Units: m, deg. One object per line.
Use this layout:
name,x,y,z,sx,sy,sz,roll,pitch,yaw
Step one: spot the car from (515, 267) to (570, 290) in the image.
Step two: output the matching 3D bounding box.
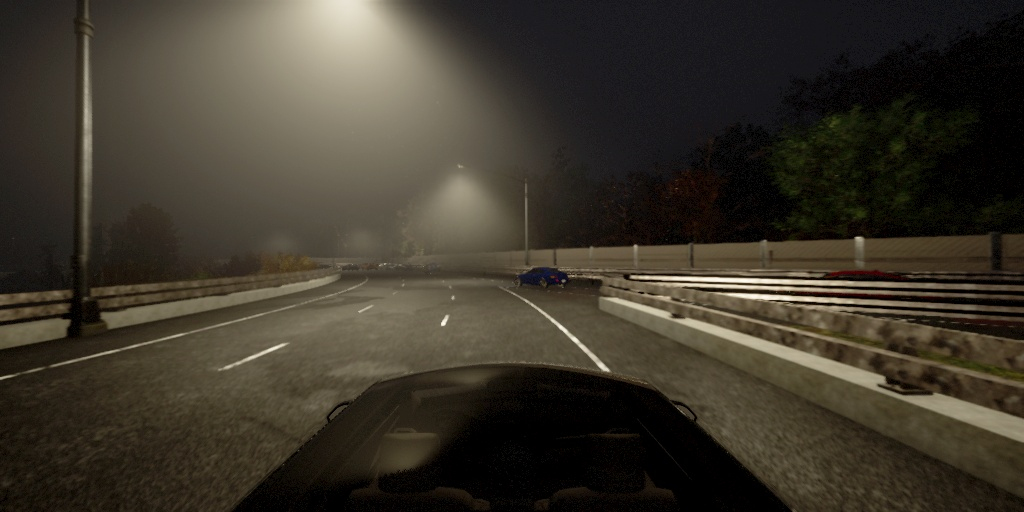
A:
car,2.079,1.505,25.305,1.812,1.442,4.674,0,-1,-35

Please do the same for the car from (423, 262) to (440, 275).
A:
car,-11.593,1.700,51.245,2.033,1.411,5.357,-16,4,-22

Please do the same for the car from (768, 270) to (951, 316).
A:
car,12.730,1.298,13.637,5.008,1.535,1.882,-3,-2,42
